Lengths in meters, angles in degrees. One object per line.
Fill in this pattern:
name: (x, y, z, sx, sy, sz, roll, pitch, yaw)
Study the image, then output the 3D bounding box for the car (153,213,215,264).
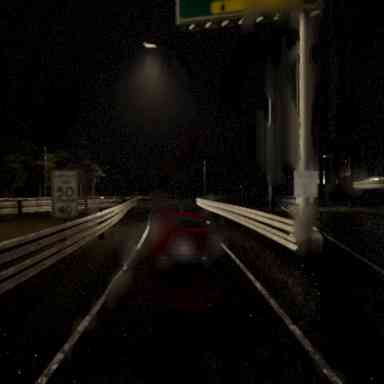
car: (-0.315, 1.472, 11.835, 1.882, 1.535, 5.008, 0, 0, -3)
